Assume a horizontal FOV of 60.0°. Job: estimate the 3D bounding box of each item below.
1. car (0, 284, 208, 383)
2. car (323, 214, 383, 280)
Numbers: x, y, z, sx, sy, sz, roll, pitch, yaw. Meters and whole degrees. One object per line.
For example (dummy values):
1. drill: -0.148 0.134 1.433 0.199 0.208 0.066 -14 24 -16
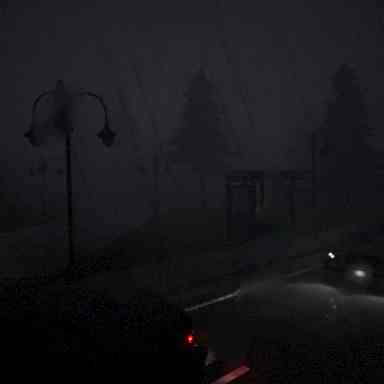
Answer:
1. car: -2.368 1.604 2.503 5.357 1.411 2.033 -2 1 -38
2. car: 5.665 1.319 8.974 5.357 1.411 2.033 -2 1 -40
